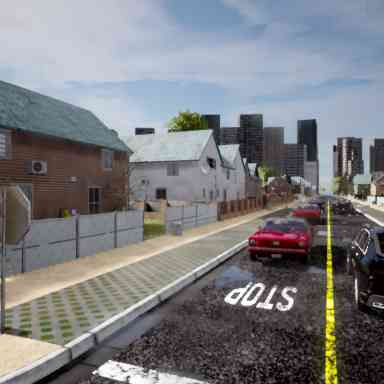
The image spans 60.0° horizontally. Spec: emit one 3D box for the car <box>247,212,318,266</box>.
[{"bbox_3d":[3.353,1.608,11.979,1.895,1.301,4.718,0,0,22],"label":"car"}]

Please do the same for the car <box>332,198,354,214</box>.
[{"bbox_3d":[15.905,1.504,34.987,2.128,1.511,4.902,0,0,23],"label":"car"}]

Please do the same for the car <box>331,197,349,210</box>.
[{"bbox_3d":[19.797,1.508,44.597,2.128,1.511,4.902,0,0,22],"label":"car"}]

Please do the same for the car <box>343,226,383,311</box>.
[{"bbox_3d":[4.534,1.507,7.352,1.837,1.490,4.892,0,0,22],"label":"car"}]

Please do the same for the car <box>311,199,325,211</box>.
[{"bbox_3d":[15.076,1.582,40.354,1.994,1.385,4.181,0,0,23],"label":"car"}]

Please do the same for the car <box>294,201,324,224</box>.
[{"bbox_3d":[8.691,1.612,24.992,1.895,1.301,4.718,0,0,22],"label":"car"}]
